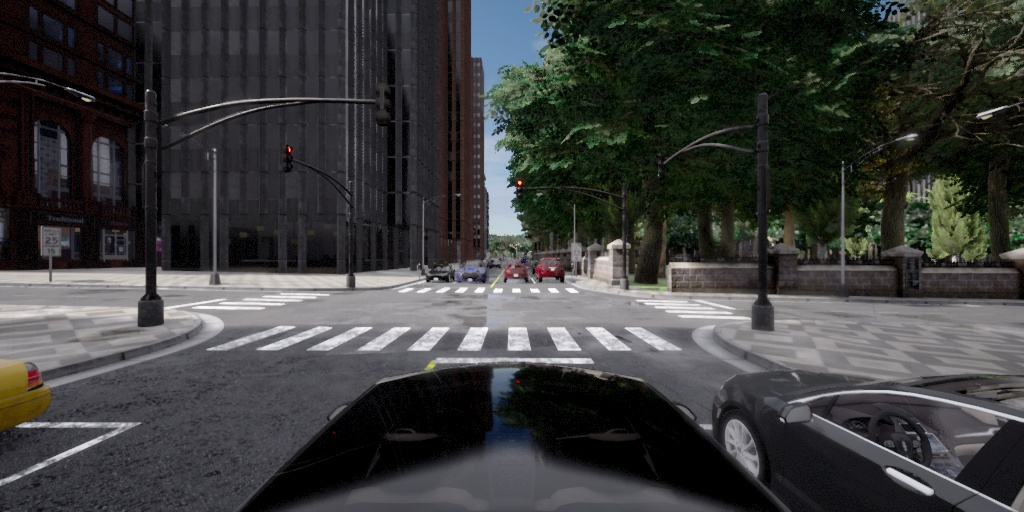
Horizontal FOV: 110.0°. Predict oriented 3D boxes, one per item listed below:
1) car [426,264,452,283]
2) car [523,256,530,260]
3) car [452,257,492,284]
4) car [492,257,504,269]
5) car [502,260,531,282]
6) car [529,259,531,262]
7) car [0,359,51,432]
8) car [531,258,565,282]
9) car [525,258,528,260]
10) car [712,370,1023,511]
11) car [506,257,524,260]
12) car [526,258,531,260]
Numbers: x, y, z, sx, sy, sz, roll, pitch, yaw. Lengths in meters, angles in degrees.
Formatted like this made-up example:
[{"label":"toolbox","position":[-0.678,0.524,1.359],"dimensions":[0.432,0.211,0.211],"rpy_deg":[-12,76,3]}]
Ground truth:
[{"label":"car","position":[-5.553,1.325,28.466],"dimensions":[1.948,1.339,4.313],"rpy_deg":[0,0,0]},{"label":"car","position":[3.188,1.228,55.689],"dimensions":[1.967,1.591,4.097],"rpy_deg":[0,0,0]},{"label":"car","position":[-2.901,1.112,27.202],"dimensions":[2.097,1.767,4.553],"rpy_deg":[0,0,0]},{"label":"car","position":[-2.637,1.294,56.364],"dimensions":[1.837,1.490,4.892],"rpy_deg":[0,0,1]},{"label":"car","position":[0.316,1.286,29.188],"dimensions":[1.812,1.442,4.674],"rpy_deg":[0,0,0]},{"label":"car","position":[3.058,1.337,39.320],"dimensions":[1.948,1.339,4.313],"rpy_deg":[0,0,0]},{"label":"car","position":[-5.766,1.275,1.632],"dimensions":[1.751,1.417,4.829],"rpy_deg":[0,0,0]},{"label":"car","position":[2.972,1.074,28.408],"dimensions":[2.192,1.841,5.009],"rpy_deg":[0,0,0]},{"label":"car","position":[3.145,1.333,50.233],"dimensions":[2.007,1.370,4.403],"rpy_deg":[0,0,0]},{"label":"car","position":[2.760,1.300,1.744],"dimensions":[2.007,1.370,4.403],"rpy_deg":[0,0,0]},{"label":"car","position":[0.510,1.340,59.219],"dimensions":[2.033,1.411,5.357],"rpy_deg":[0,0,1]},{"label":"car","position":[3.101,1.327,44.776],"dimensions":[2.007,1.370,4.403],"rpy_deg":[0,0,0]}]
